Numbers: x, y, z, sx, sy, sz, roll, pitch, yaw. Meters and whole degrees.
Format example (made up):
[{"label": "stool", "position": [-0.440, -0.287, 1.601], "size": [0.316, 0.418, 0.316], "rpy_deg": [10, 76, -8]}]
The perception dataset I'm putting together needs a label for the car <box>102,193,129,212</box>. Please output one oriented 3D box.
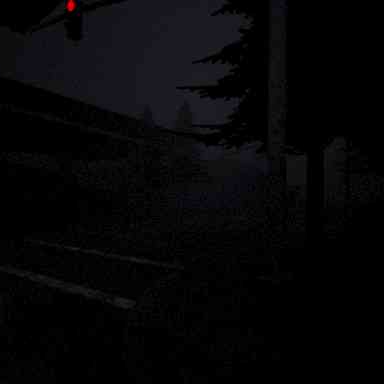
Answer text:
[{"label": "car", "position": [-7.193, 1.019, 33.243], "size": [3.866, 1.878, 1.905], "rpy_deg": [1, 1, 36]}]
